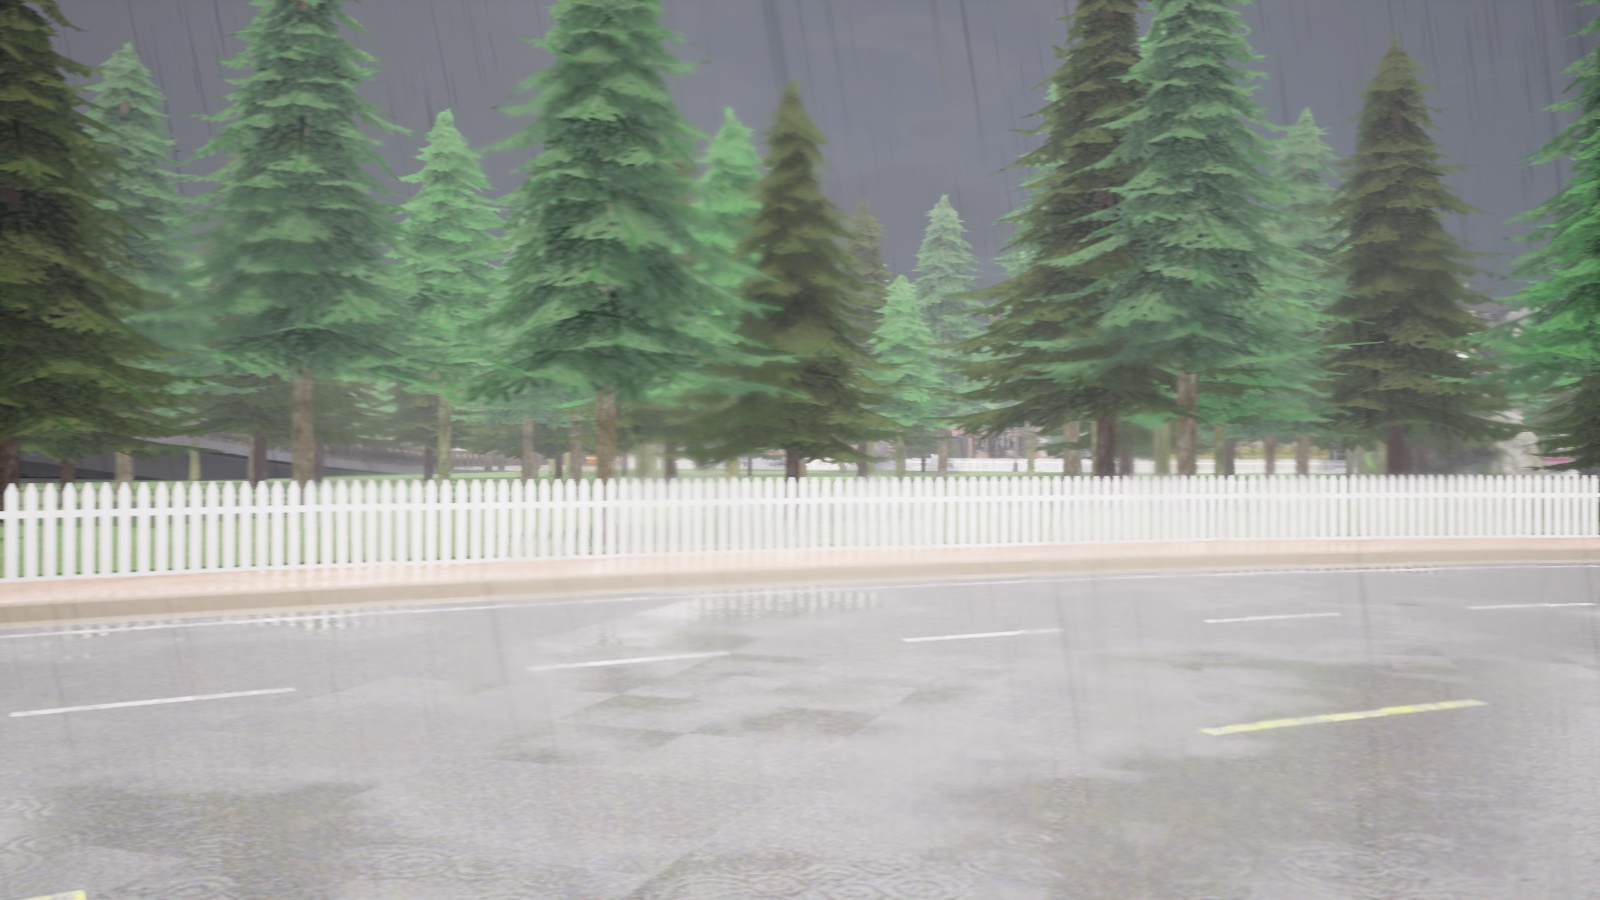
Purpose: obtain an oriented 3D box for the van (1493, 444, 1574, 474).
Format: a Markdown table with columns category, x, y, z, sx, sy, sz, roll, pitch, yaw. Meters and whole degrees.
| category | x | y | z | sx | sy | sz | roll | pitch | yaw |
| --- | --- | --- | --- | --- | --- | --- | --- | --- | --- |
| van | 48.930 | 0.601 | 83.842 | 4.442 | 1.987 | 1.775 | 0 | 0 | 21 |
